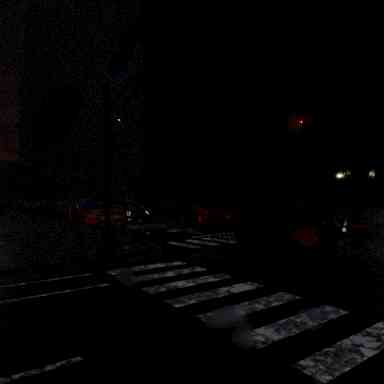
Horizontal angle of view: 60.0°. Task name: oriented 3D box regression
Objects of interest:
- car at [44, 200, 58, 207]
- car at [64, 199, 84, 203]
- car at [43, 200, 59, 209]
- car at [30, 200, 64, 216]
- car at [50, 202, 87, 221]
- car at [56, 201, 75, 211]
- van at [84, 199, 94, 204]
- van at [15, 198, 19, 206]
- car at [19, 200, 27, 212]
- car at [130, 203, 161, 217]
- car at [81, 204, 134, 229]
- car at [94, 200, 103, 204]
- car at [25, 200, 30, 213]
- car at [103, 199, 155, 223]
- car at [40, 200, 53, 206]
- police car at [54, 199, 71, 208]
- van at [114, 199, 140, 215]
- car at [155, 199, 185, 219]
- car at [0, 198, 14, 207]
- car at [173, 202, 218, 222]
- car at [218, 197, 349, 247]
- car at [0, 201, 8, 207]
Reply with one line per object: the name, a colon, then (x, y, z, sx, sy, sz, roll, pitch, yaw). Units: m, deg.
car: (-31.736, 2.595, 74.919, 1.947, 1.339, 4.313, -1, 0, -35)
car: (-15.970, 1.937, 42.633, 2.097, 1.767, 4.553, 0, -1, -35)
car: (-26.892, 2.388, 63.511, 1.837, 1.490, 4.892, 0, -1, -35)
car: (-17.717, 1.901, 40.436, 2.192, 1.841, 5.009, -1, 0, -35)
car: (-12.055, 2.004, 32.467, 2.008, 1.369, 4.403, -1, 0, -35)
car: (-21.139, 2.315, 55.399, 1.994, 1.385, 4.181, 0, -1, -35)
van: (-17.083, 2.038, 54.336, 1.690, 1.788, 3.998, -1, 0, -35)
van: (-26.201, 2.123, 52.387, 1.690, 1.788, 3.998, -1, 0, -35)
car: (-23.370, 2.157, 48.403, 1.967, 1.590, 4.097, -1, 0, -35)
car: (-5.318, 2.005, 37.730, 1.802, 1.307, 4.206, -1, 0, -35)
car: (-6.300, 1.844, 24.361, 1.752, 1.417, 4.829, -1, 0, -35)
car: (-11.204, 1.876, 46.033, 2.192, 1.841, 5.009, -1, 0, -35)
car: (-20.540, 2.196, 44.420, 1.887, 1.381, 4.507, -1, 0, -35)
car: (-5.313, 1.687, 27.595, 2.097, 1.767, 4.553, 0, -1, -35)
car: (-34.748, 2.661, 79.162, 1.947, 1.339, 4.313, -1, 0, -35)
police car: (-25.465, 2.308, 65.416, 1.930, 1.638, 5.238, 0, -1, -35)
van: (-8.264, 1.833, 41.882, 1.690, 1.788, 3.998, -1, 0, -35)
car: (-2.384, 1.669, 33.579, 2.192, 1.841, 5.009, -1, 0, -35)
car: (-41.295, 2.667, 73.656, 1.887, 1.381, 4.507, -1, 0, -35)
car: (0.561, 1.829, 29.427, 1.887, 1.381, 4.507, -1, 0, -35)
car: (4.205, 1.263, 15.505, 5.566, 2.045, 2.150, -2, -1, 44)
car: (-44.407, 2.771, 78.040, 1.802, 1.307, 4.206, -1, 0, -35)
